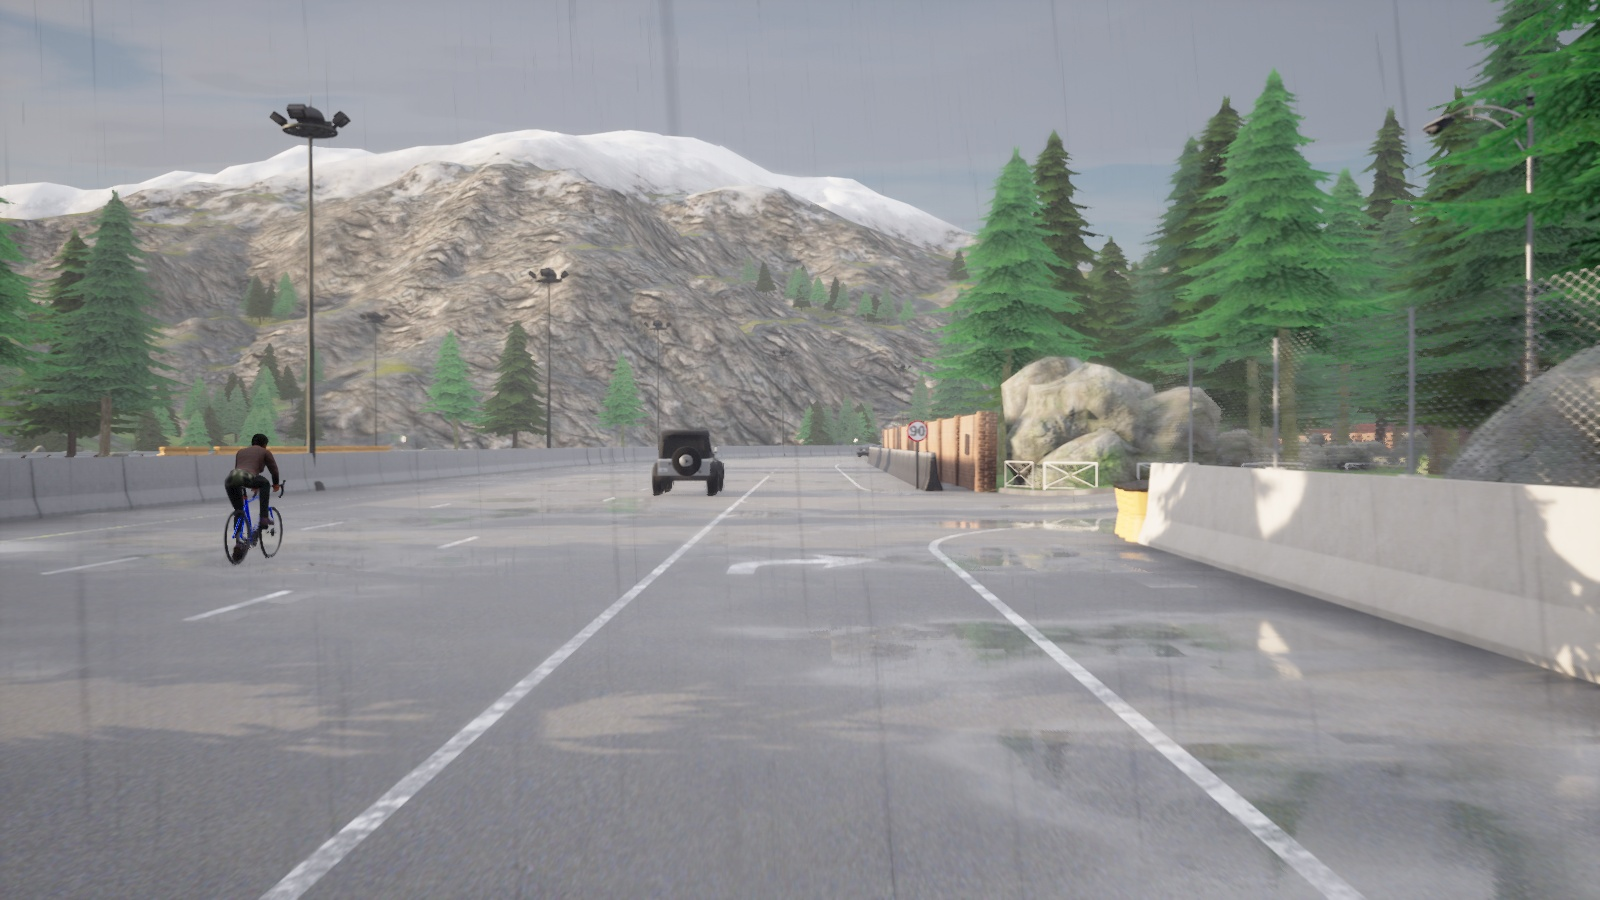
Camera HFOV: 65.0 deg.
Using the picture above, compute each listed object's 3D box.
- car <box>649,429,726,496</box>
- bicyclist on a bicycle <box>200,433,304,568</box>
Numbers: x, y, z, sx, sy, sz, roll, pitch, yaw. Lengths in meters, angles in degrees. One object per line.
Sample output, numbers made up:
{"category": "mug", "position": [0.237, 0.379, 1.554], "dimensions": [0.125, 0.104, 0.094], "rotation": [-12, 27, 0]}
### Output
{"category": "car", "position": [-3.273, 0.330, 37.232], "dimensions": [1.905, 1.878, 3.866], "rotation": [0, 0, 0]}
{"category": "bicyclist on a bicycle", "position": [-6.894, 0.604, 15.869], "dimensions": [0.582, 1.620, 1.656], "rotation": [0, 0, 0]}
